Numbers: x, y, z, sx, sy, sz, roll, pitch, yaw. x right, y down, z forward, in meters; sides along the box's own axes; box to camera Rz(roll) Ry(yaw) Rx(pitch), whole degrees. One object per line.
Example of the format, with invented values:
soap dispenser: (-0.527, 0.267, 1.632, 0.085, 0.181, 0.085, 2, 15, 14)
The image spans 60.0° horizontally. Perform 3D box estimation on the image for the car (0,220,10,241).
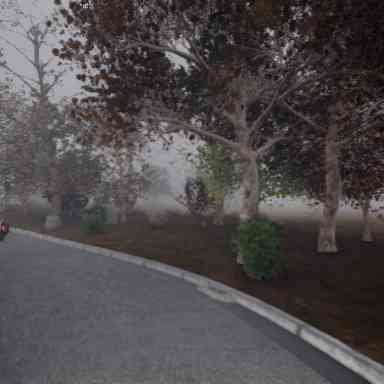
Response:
car: (-10.328, 1.596, 15.690, 4.718, 1.301, 1.895, 0, 0, 44)
